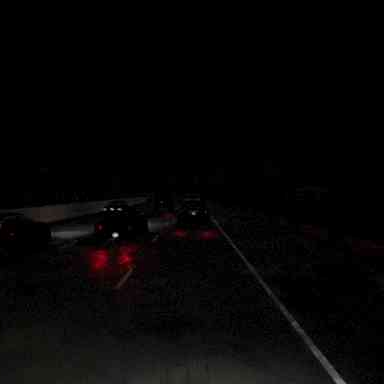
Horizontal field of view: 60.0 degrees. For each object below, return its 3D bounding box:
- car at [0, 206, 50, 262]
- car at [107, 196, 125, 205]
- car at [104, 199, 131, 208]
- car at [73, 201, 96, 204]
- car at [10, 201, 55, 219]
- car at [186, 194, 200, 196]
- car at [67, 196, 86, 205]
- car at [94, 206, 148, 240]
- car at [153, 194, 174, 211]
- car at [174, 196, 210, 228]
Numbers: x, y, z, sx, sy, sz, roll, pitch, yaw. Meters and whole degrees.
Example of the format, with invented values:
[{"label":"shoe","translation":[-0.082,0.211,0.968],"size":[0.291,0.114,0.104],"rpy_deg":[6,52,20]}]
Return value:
[{"label":"car","translation":[-6.899,1.496,12.143],"size":[2.128,1.511,4.902],"rpy_deg":[0,0,0]},{"label":"car","translation":[-13.990,1.567,61.637],"size":[2.033,1.411,5.357],"rpy_deg":[0,0,0]},{"label":"car","translation":[-6.898,1.559,31.129],"size":[2.033,1.411,5.357],"rpy_deg":[0,0,0]},{"label":"car","translation":[-17.524,1.240,55.545],"size":[2.150,2.045,5.566],"rpy_deg":[0,0,1]},{"label":"car","translation":[-14.095,1.576,29.646],"size":[1.994,1.385,4.181],"rpy_deg":[0,0,0]},{"label":"car","translation":[0.104,1.237,41.903],"size":[2.150,2.045,5.566],"rpy_deg":[0,0,0]},{"label":"car","translation":[-20.998,1.521,60.772],"size":[1.837,1.490,4.892],"rpy_deg":[0,1,0]},{"label":"car","translation":[-3.399,1.607,16.976],"size":[1.895,1.301,4.718],"rpy_deg":[0,0,0]},{"label":"car","translation":[-3.385,1.237,40.397],"size":[2.150,2.045,5.566],"rpy_deg":[0,0,0]},{"label":"car","translation":[0.103,1.361,22.544],"size":[2.097,1.767,4.553],"rpy_deg":[0,0,0]}]
